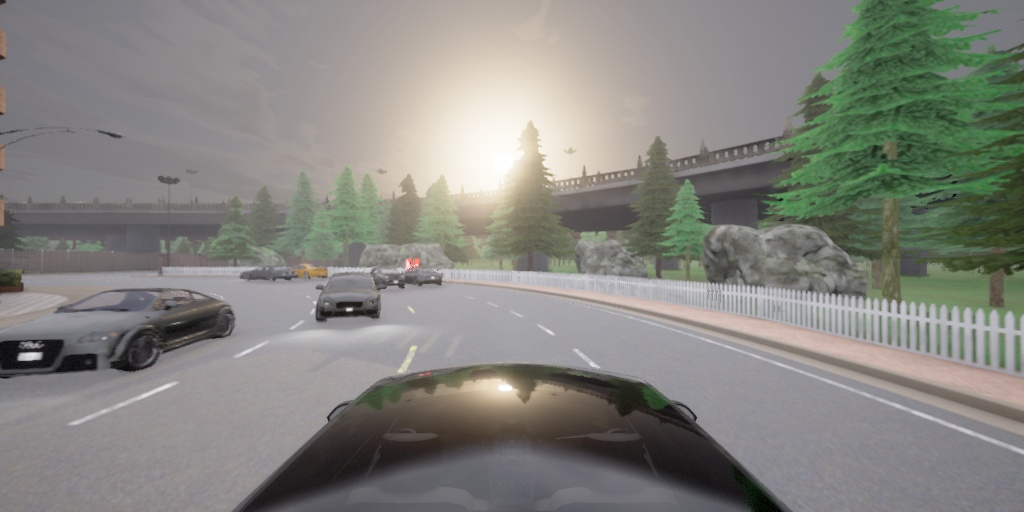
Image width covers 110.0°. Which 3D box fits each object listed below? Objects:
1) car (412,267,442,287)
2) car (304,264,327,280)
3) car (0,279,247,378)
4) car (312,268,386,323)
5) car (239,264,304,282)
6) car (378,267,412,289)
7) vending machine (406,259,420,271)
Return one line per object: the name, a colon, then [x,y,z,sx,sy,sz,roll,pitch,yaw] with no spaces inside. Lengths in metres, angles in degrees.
car: [-7.121,1.560,27.374,1.994,1.385,4.181,1,-1,-44]
car: [-20.717,1.555,35.672,5.008,1.535,1.882,0,-1,20]
car: [-7.784,1.370,7.439,1.994,1.385,4.181,0,-1,-12]
car: [-5.747,1.362,12.889,1.837,1.490,4.892,1,-1,-23]
car: [-22.112,1.596,32.658,5.357,1.411,2.033,0,-1,18]
car: [-8.827,1.493,24.327,1.812,1.442,4.674,1,-1,-41]
vending machine: [-9.679,1.263,35.025,0.880,2.100,1.100,0,0,34]
